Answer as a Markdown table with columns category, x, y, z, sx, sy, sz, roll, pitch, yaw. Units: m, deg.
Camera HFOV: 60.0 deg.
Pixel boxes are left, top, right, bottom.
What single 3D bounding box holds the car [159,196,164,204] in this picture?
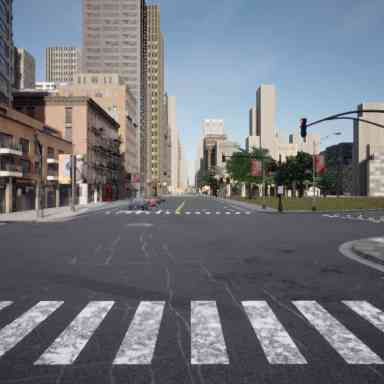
| category | x | y | z | sx | sy | sz | roll | pitch | yaw |
| --- | --- | --- | --- | --- | --- | --- | --- | --- | --- |
| car | -6.631 | 1.492 | 59.610 | 1.994 | 1.385 | 4.181 | 0 | 0 | 0 |

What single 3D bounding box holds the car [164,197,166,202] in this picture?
| category | x | y | z | sx | sy | sz | roll | pitch | yaw |
| --- | --- | --- | --- | --- | --- | --- | --- | --- | --- |
| car | -6.557 | 1.502 | 69.742 | 1.895 | 1.301 | 4.718 | 0 | 0 | 0 |

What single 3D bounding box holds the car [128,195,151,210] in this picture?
| category | x | y | z | sx | sy | sz | roll | pitch | yaw |
| --- | --- | --- | --- | --- | --- | --- | --- | --- | --- |
| car | -6.659 | 1.484 | 41.507 | 1.812 | 1.442 | 4.674 | 0 | 0 | 0 |

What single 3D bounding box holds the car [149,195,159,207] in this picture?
| category | x | y | z | sx | sy | sz | roll | pitch | yaw |
| --- | --- | --- | --- | --- | --- | --- | --- | --- | --- |
| car | -6.643 | 1.295 | 50.559 | 2.097 | 1.767 | 4.553 | 0 | 0 | 0 |
